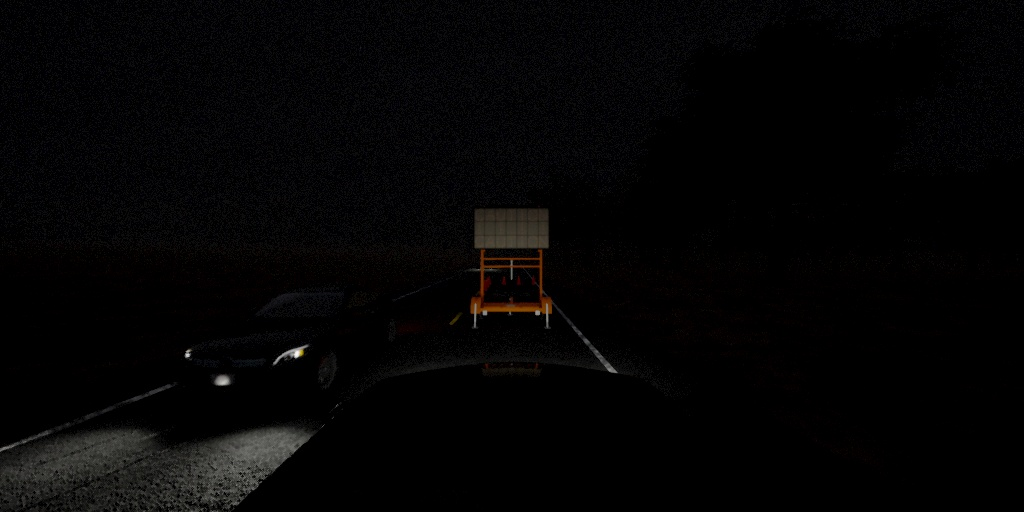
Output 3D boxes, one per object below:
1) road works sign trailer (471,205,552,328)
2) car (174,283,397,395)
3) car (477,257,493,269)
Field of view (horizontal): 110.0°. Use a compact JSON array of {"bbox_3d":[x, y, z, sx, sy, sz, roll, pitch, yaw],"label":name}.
[{"bbox_3d":[-0.011,0.202,11.284,2.380,3.560,2.880,0,0,0],"label":"road works sign trailer"},{"bbox_3d":[-3.598,1.273,6.777,1.812,1.442,4.674,0,0,0],"label":"car"},{"bbox_3d":[-3.610,0.942,48.566,1.882,1.535,5.008,0,1,0],"label":"car"}]
